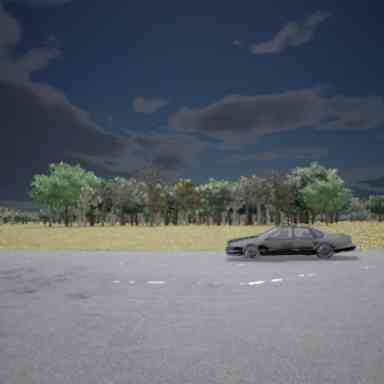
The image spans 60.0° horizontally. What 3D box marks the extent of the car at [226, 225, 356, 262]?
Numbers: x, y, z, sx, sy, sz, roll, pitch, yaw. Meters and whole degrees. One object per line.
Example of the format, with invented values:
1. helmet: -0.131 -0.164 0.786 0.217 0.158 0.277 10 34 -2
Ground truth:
1. car: 4.189 2.190 14.649 5.357 1.411 2.033 -2 -4 4
